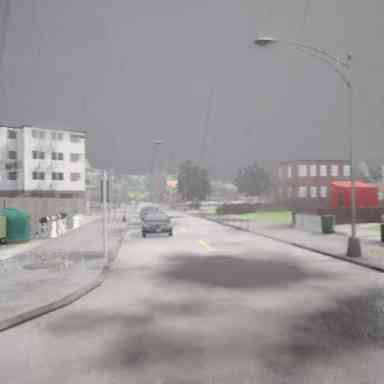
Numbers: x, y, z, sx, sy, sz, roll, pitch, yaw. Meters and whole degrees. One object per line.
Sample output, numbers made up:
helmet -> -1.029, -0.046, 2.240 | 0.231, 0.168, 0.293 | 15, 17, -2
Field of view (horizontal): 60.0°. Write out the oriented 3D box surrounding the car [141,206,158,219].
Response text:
car -> -5.291, 2.509, 41.123 | 1.994, 1.385, 4.181 | -1, -1, -8

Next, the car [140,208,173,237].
car -> -2.302, 2.019, 21.575 | 1.812, 1.442, 4.674 | -1, -1, -9
